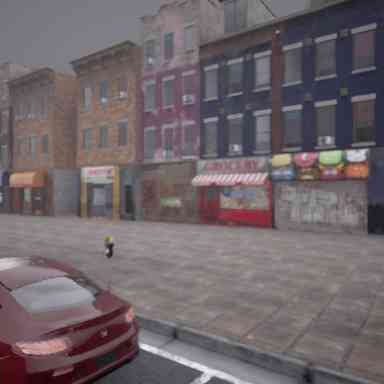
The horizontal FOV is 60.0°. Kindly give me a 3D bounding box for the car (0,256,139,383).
[{"bbox_3d":[-2.575,1.577,4.646,4.206,1.307,1.802,0,0,36],"label":"car"}]
